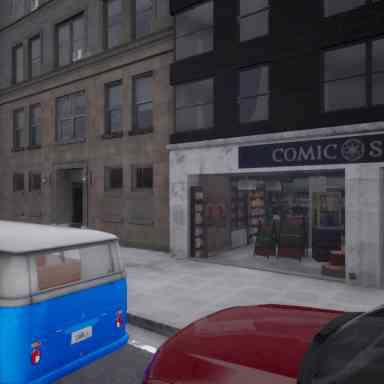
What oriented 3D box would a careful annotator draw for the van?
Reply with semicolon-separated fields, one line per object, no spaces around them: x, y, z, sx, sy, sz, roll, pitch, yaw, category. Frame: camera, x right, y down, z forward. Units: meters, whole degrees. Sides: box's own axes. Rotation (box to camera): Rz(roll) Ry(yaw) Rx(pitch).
-2.723;1.341;4.755;3.998;1.788;1.690;0;0;36;van

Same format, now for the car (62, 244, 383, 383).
1.899;1.315;1.456;5.009;1.841;2.192;0;0;36;car
